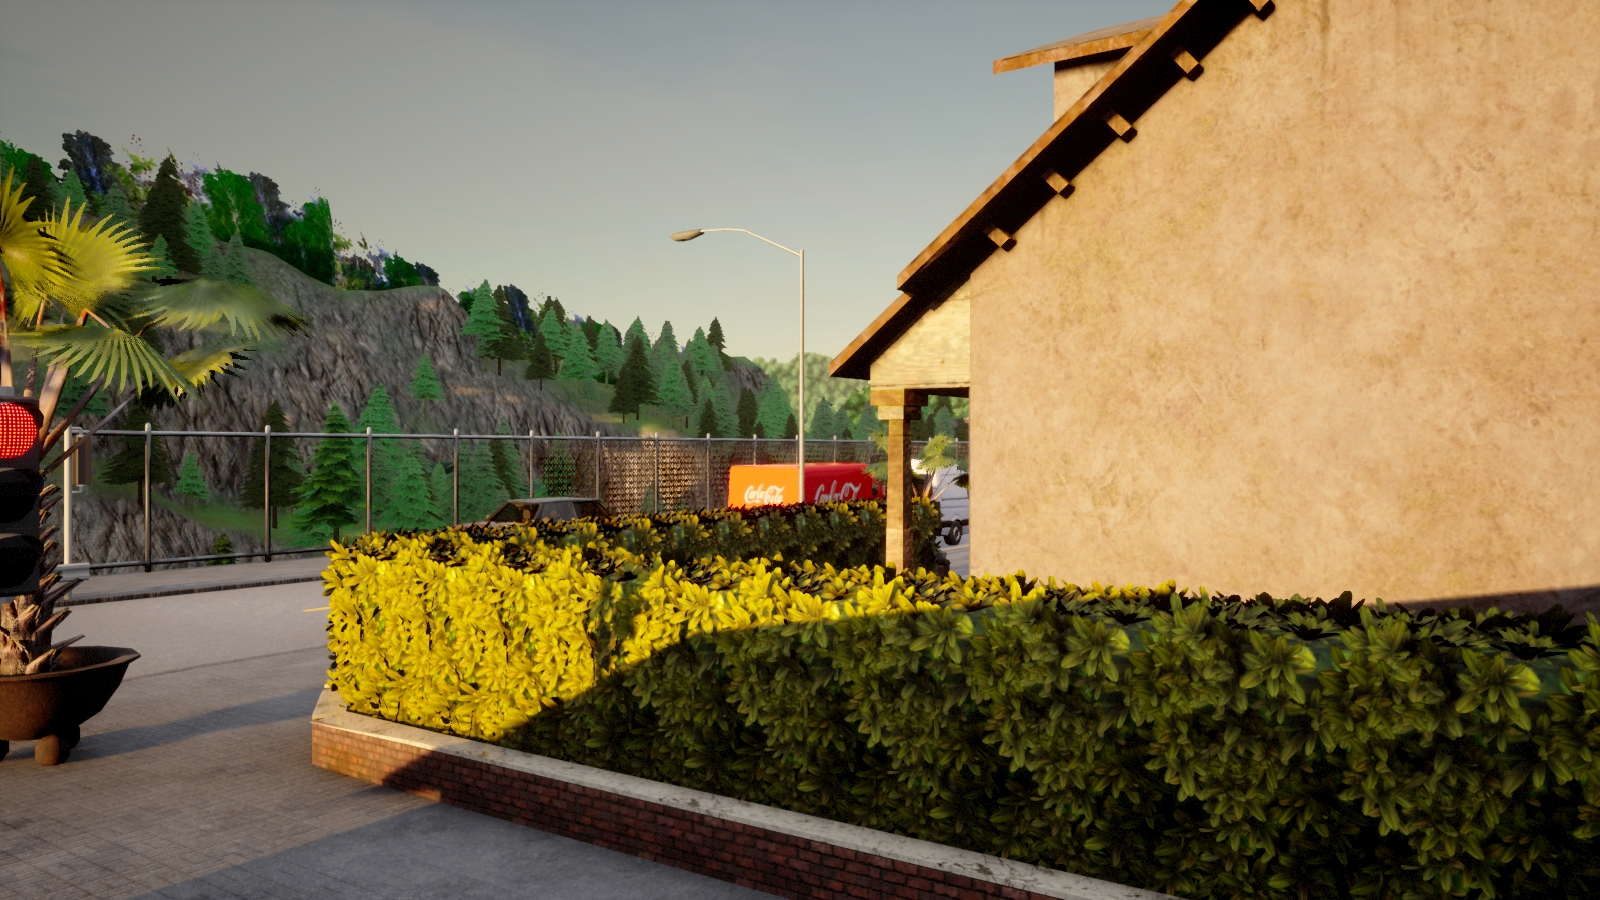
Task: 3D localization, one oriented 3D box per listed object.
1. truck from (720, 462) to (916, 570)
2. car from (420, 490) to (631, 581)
[{"bbox_3d":[0.584,1.568,29.600,2.627,2.467,5.204,0,0,35],"label":"truck"},{"bbox_3d":[-6.312,1.906,26.765,2.097,1.767,4.553,0,0,35],"label":"car"}]
